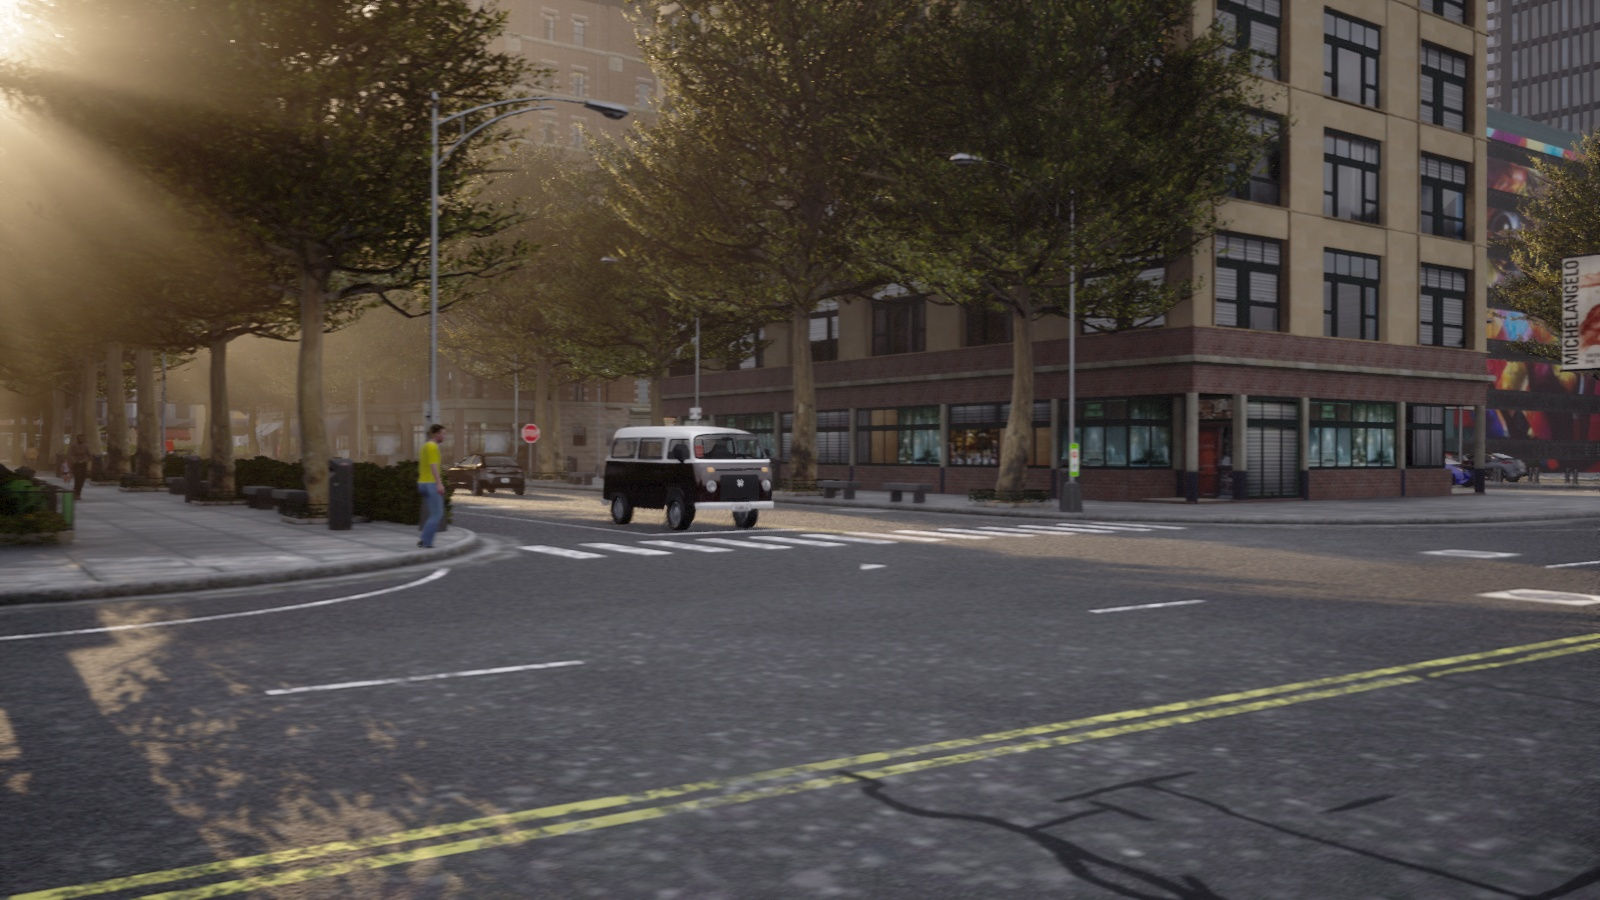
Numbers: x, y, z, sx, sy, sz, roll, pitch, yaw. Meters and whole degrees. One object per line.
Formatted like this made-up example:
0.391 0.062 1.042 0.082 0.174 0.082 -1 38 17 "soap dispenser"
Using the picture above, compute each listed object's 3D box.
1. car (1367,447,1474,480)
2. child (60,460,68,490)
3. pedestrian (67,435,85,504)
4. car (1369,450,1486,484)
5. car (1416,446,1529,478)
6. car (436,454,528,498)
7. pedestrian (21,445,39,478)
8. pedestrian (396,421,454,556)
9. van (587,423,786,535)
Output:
33.095 0.691 67.104 2.242 1.667 4.611 0 0 -34 "car"
-27.828 0.943 47.452 0.255 1.110 0.394 0 0 -32 "child"
-19.486 0.516 33.792 0.331 1.846 0.634 0 0 -40 "pedestrian"
29.240 0.780 58.643 2.007 1.525 4.514 0 0 -34 "car"
36.510 0.622 68.307 2.152 1.651 5.027 0 0 -34 "car"
-11.299 0.884 44.403 1.816 1.474 4.193 0 0 -34 "car"
-43.479 0.646 70.892 0.874 1.855 0.900 0 0 -33 "pedestrian"
-5.222 0.526 17.475 0.706 1.836 0.354 0 0 -29 "pedestrian"
-2.377 0.532 25.151 2.069 2.038 4.480 0 0 -34 "van"
